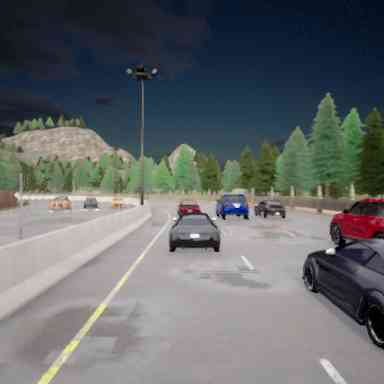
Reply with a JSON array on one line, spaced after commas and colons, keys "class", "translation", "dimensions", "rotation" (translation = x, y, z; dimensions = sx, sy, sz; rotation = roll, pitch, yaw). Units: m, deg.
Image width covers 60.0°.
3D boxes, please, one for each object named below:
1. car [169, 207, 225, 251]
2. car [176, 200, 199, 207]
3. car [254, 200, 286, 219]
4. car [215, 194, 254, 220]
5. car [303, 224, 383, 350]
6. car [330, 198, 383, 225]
[{"class": "car", "translation": [0.101, 1.555, 14.053], "dimensions": [1.994, 1.385, 4.181], "rotation": [0, 0, 0]}, {"class": "car", "translation": [-0.400, 1.459, 30.812], "dimensions": [1.882, 1.535, 5.008], "rotation": [0, 0, -5]}, {"class": "car", "translation": [6.726, 1.487, 29.290], "dimensions": [1.837, 1.490, 4.892], "rotation": [0, 0, -4]}, {"class": "car", "translation": [3.326, 1.204, 28.310], "dimensions": [2.150, 2.045, 5.566], "rotation": [0, 0, -3]}, {"class": "car", "translation": [3.599, 1.560, 6.193], "dimensions": [1.994, 1.385, 4.181], "rotation": [0, 0, 0]}, {"class": "car", "translation": [7.101, 1.214, 12.231], "dimensions": [2.150, 2.045, 5.566], "rotation": [0, 0, 0]}]
